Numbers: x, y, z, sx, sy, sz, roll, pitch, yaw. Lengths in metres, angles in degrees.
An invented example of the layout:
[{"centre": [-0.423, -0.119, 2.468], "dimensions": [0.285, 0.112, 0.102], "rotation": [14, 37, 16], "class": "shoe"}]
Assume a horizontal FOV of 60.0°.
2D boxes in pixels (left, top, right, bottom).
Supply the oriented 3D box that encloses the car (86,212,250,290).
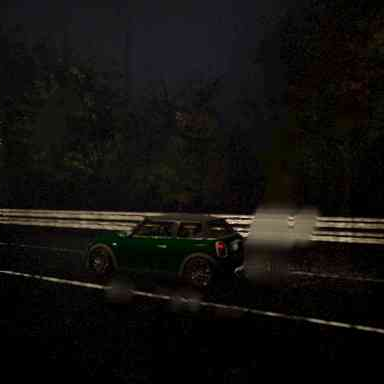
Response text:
[{"centre": [-0.780, 1.414, 9.372], "dimensions": [4.553, 1.767, 2.097], "rotation": [0, 0, 27], "class": "car"}]
